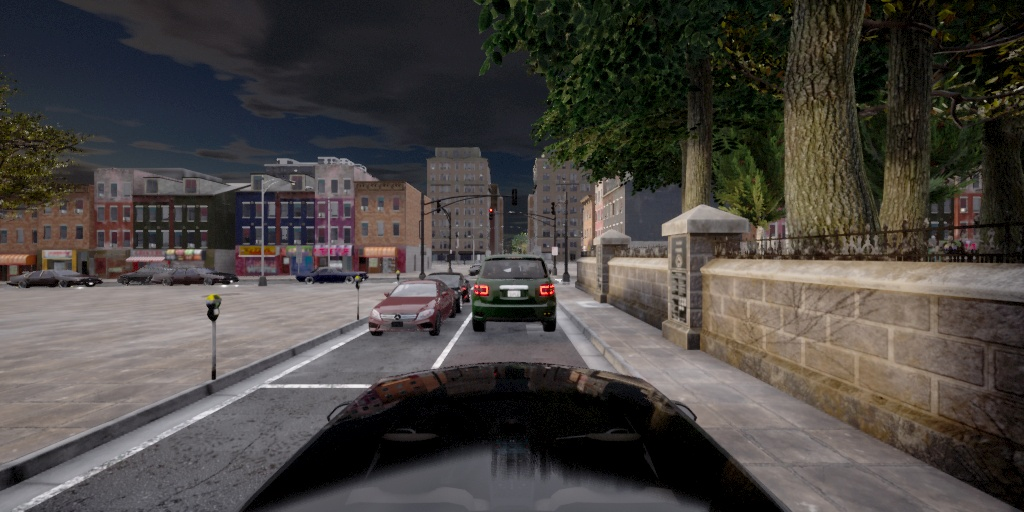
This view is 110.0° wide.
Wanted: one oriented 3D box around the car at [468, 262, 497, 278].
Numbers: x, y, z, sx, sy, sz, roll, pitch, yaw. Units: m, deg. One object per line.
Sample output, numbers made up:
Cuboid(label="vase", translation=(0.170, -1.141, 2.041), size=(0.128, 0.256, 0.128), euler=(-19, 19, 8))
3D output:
Cuboid(label="car", translation=(-2.834, 1.308, 35.375), size=(1.994, 1.385, 4.181), euler=(0, 0, 8))

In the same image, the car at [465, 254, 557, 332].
Cuboid(label="car", translation=(0.076, 0.971, 11.015), size=(2.150, 2.045, 5.566), euler=(0, 0, 1))

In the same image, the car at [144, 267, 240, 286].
Cuboid(label="car", translation=(-23.690, 1.556, 26.867), size=(5.357, 1.411, 2.033), euler=(-1, 0, 0))

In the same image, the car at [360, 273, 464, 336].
Cuboid(label="car", translation=(-2.637, 1.332, 10.336), size=(1.802, 1.307, 4.207), euler=(0, 0, 0))

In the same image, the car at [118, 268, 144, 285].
Cuboid(label="car", translation=(-29.770, 1.623, 29.790), size=(4.674, 1.442, 1.812), euler=(-1, 0, 0))

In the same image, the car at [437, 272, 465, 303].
Cuboid(label="car", translation=(-2.637, 1.316, 13.999), size=(1.948, 1.339, 4.313), euler=(0, 0, 0))

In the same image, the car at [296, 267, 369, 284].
Cuboid(label="car", translation=(-13.357, 1.480, 26.900), size=(4.718, 1.301, 1.895), euler=(-1, 0, 0))

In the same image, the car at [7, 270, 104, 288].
Cuboid(label="car", translation=(-34.135, 1.720, 26.847), size=(5.357, 1.411, 2.033), euler=(-1, 0, 1))
